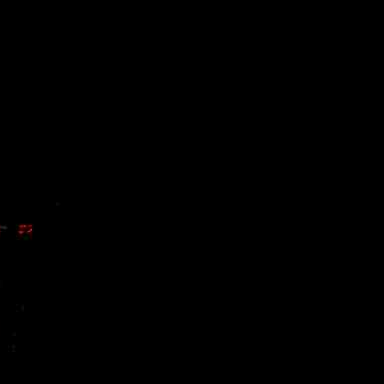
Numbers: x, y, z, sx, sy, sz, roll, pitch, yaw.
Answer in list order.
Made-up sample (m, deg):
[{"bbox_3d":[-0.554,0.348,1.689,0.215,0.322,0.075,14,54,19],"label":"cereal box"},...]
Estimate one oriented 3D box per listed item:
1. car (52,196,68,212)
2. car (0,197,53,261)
[{"bbox_3d":[-17.471,1.556,43.418,2.150,2.045,5.566,-1,1,-21],"label":"car"},{"bbox_3d":[-6.834,1.363,12.710,2.150,2.045,5.566,1,-1,-18],"label":"car"}]
